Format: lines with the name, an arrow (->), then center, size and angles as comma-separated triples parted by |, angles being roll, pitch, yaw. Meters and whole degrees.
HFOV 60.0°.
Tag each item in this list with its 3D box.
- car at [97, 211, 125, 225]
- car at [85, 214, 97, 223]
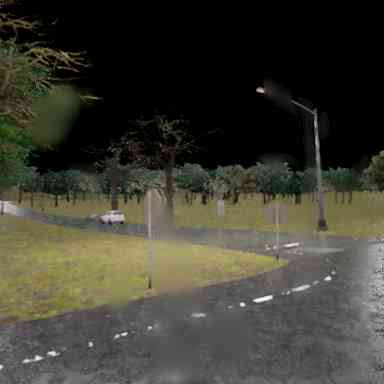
car -> -12.512, 4.014, 52.374 | 2.150, 2.045, 5.566 | -1, -2, -34
car -> -17.874, 4.714, 60.164 | 1.812, 1.442, 4.674 | -1, -2, -34
